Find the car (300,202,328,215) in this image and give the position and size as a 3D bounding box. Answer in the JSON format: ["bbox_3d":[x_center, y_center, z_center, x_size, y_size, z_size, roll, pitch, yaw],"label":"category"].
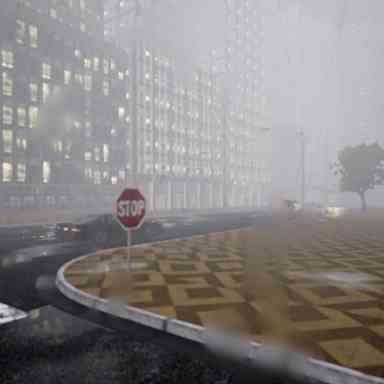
[{"bbox_3d":[16.058,2.283,42.923,1.895,1.301,4.718,-1,-1,37],"label":"car"}]

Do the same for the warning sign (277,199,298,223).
[{"bbox_3d":[7.701,1.480,26.744,1.300,1.860,1.060,1,0,36],"label":"warning sign"}]

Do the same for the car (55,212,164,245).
[{"bbox_3d":[-3.821,1.692,16.274,2.033,1.411,5.357,-1,-1,40],"label":"car"}]

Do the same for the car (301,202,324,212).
[{"bbox_3d":[19.108,2.359,52.677,2.128,1.511,4.902,-1,-1,36],"label":"car"}]

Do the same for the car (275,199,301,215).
[{"bbox_3d":[12.836,1.915,44.038,2.150,2.045,5.566,-1,-1,36],"label":"car"}]
